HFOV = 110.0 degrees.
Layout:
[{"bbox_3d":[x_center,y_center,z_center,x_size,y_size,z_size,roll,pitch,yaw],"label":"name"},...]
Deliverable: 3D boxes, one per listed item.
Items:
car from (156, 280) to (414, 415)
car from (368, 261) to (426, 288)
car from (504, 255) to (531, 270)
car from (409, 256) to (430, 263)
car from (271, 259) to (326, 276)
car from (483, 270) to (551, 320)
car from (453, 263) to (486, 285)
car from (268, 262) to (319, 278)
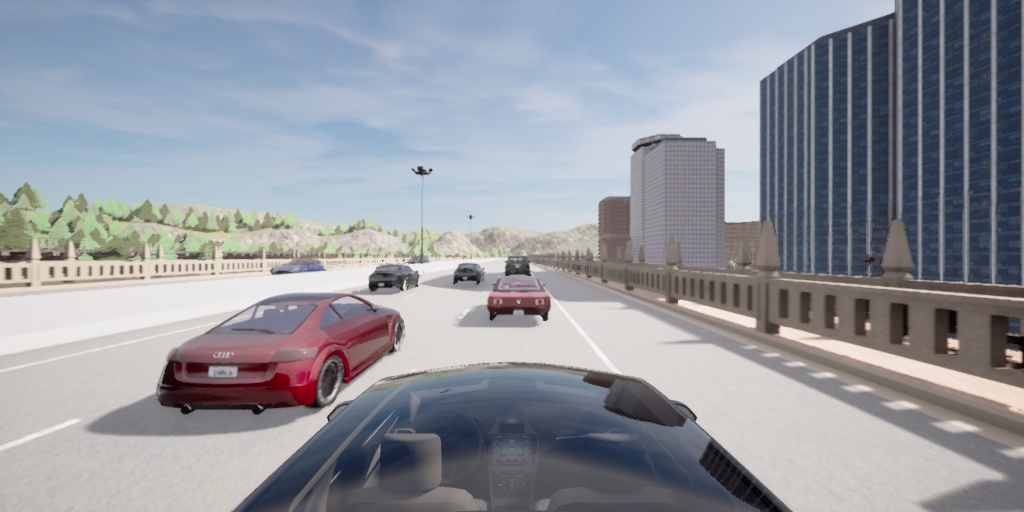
[{"bbox_3d":[-3.316,1.298,6.129,1.994,1.385,4.181,0,0,0],"label":"car"},{"bbox_3d":[-6.663,1.220,20.774,1.837,1.490,4.892,0,0,1],"label":"car"},{"bbox_3d":[0.486,0.967,32.018,2.150,2.045,5.566,0,0,1],"label":"car"},{"bbox_3d":[-13.361,0.952,51.395,2.150,2.045,5.566,0,0,1],"label":"car"},{"bbox_3d":[-17.233,1.033,29.210,2.097,1.767,4.553,0,0,1],"label":"car"},{"bbox_3d":[0.228,1.341,12.538,1.895,1.301,4.718,0,0,1],"label":"car"},{"bbox_3d":[-3.092,1.233,26.256,1.837,1.490,4.892,0,0,1],"label":"car"},{"bbox_3d":[-20.657,1.275,34.200,1.895,1.301,4.718,0,0,1],"label":"car"}]
